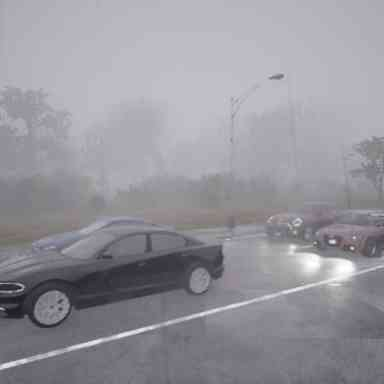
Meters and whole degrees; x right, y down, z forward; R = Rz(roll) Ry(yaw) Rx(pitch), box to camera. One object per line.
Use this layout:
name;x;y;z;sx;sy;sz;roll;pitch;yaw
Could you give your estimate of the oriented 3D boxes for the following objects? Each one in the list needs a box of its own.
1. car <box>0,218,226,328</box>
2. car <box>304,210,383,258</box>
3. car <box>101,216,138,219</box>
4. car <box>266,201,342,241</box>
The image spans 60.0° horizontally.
car;-1.531;1.488;7.184;5.008;1.535;1.882;0;0;-35
car;6.644;1.552;12.949;4.181;1.385;1.994;-1;1;-34
car;-2.600;1.541;10.717;4.674;1.442;1.812;0;0;-35
car;5.808;1.310;16.633;4.553;1.767;2.097;-2;1;-35
